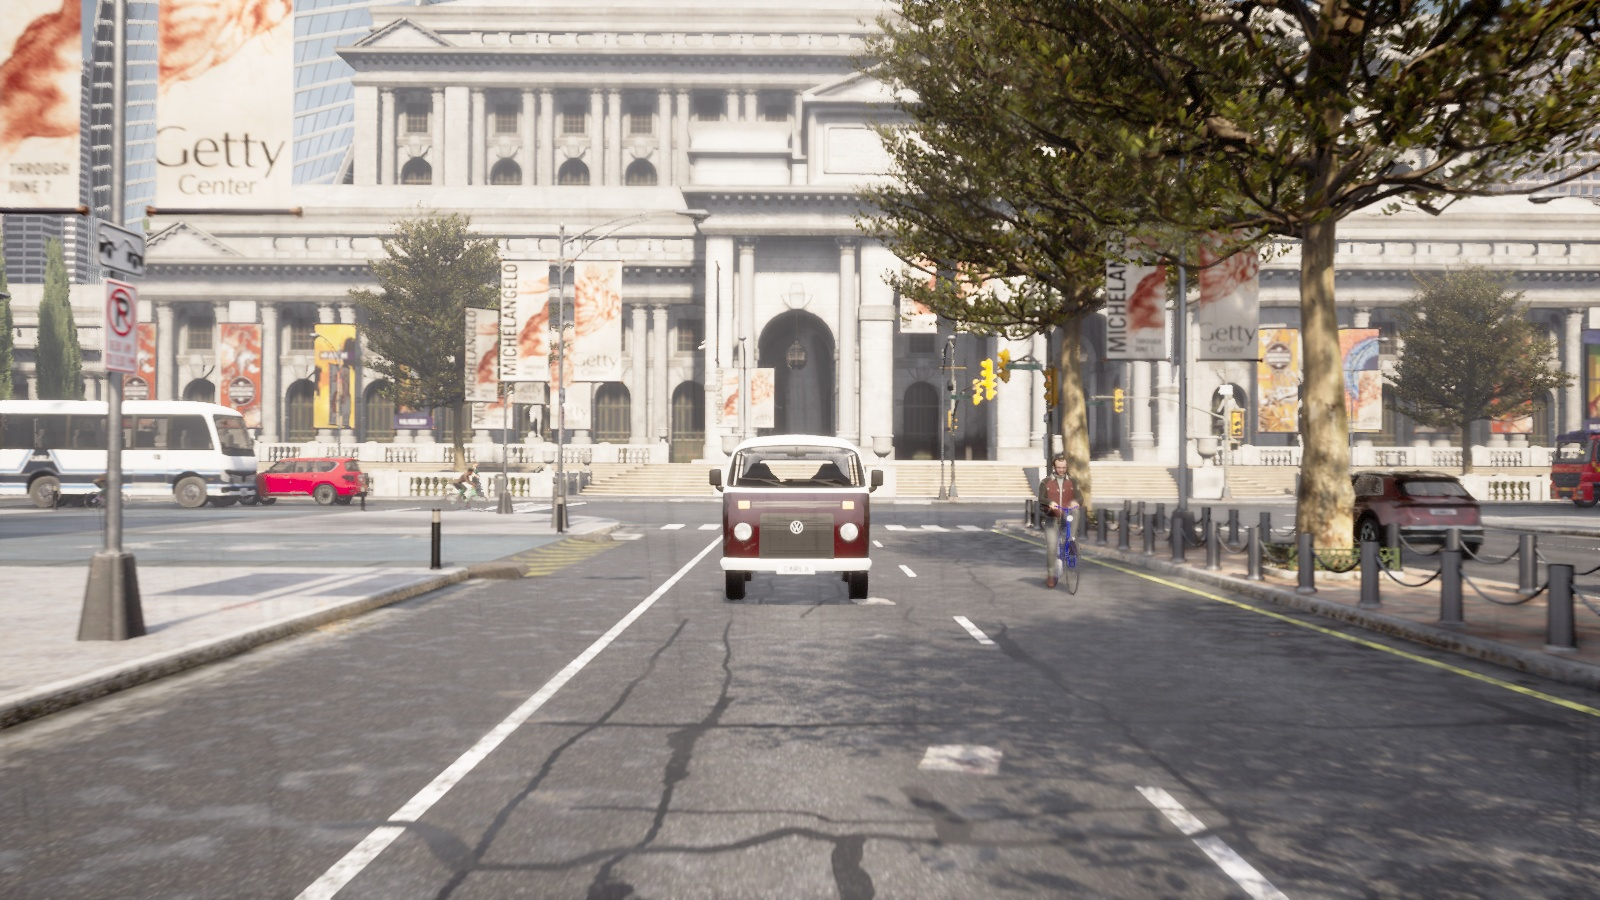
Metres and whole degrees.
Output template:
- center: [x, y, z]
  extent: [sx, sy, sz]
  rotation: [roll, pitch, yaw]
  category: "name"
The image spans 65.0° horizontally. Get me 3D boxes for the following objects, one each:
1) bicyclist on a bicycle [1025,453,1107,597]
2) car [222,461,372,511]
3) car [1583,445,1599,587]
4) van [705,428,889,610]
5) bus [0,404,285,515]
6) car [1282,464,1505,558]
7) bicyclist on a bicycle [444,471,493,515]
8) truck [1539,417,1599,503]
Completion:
- center: [3.458, 0.947, 16.457]
  extent: [0.659, 1.776, 1.843]
  rotation: [0, -1, 0]
  category: "bicyclist on a bicycle"
- center: [-21.481, 1.519, 53.793]
  extent: [5.566, 2.045, 2.150]
  rotation: [0, -1, 0]
  category: "car"
- center: [11.464, 0.828, 14.495]
  extent: [1.932, 1.855, 4.605]
  rotation: [0, -1, 0]
  category: "car"
- center: [-0.042, 0.813, 16.408]
  extent: [2.069, 2.038, 4.480]
  rotation: [0, -1, 0]
  category: "van"
- center: [-26.573, 0.387, 50.303]
  extent: [10.273, 4.253, 3.944]
  rotation: [0, -1, 0]
  category: "bus"
- center: [11.390, 1.110, 24.558]
  extent: [2.033, 1.649, 4.856]
  rotation: [0, -1, 0]
  category: "car"
- center: [-12.336, 1.598, 46.776]
  extent: [1.656, 1.620, 0.582]
  rotation: [0, -2, 0]
  category: "bicyclist on a bicycle"
- center: [38.803, 0.453, 57.220]
  extent: [8.468, 3.827, 2.891]
  rotation: [0, -1, 0]
  category: "truck"
